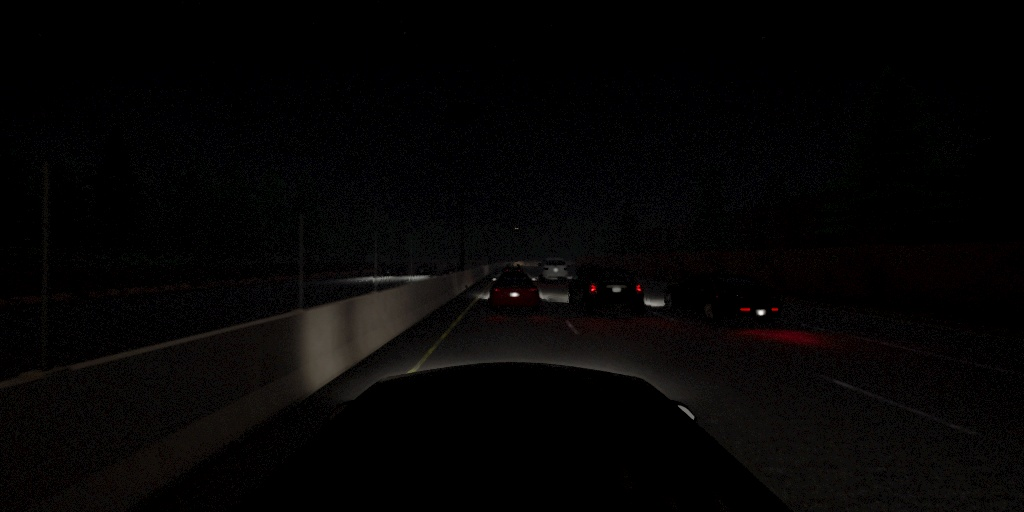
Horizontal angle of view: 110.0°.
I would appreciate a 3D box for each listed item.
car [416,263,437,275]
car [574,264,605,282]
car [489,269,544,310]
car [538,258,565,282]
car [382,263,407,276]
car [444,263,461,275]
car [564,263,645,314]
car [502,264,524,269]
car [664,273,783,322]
[{"bbox_3d":[-10.598,1.604,44.707,2.128,1.511,4.902,0,-1,0],"label":"car"},{"bbox_3d":[7.088,1.525,33.234,1.837,1.490,4.892,0,0,0],"label":"car"},{"bbox_3d":[0.094,1.430,15.382,1.994,1.385,4.181,0,0,0],"label":"car"},{"bbox_3d":[3.589,1.231,32.129,2.150,2.045,5.566,0,0,0],"label":"car"},{"bbox_3d":[-14.098,1.592,43.340,2.128,1.511,4.902,0,-1,0],"label":"car"},{"bbox_3d":[-7.099,1.634,44.133,1.812,1.442,4.674,0,0,0],"label":"car"},{"bbox_3d":[3.593,1.210,14.435,2.097,1.767,4.553,0,-1,0],"label":"car"},{"bbox_3d":[0.088,1.514,33.788,2.128,1.511,4.902,0,0,0],"label":"car"},{"bbox_3d":[7.095,1.350,12.634,1.837,1.490,4.892,0,0,0],"label":"car"}]
